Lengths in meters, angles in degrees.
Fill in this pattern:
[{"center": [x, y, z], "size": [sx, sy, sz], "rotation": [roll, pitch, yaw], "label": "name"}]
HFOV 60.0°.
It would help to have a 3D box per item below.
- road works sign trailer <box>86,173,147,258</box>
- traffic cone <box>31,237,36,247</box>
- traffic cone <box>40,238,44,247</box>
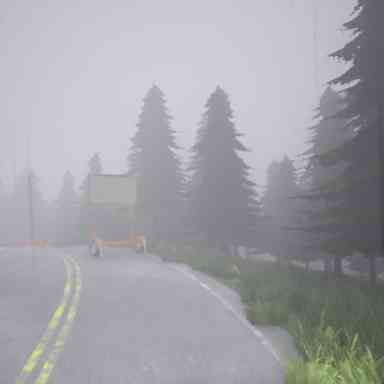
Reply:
[{"center": [-3.665, 0.996, 15.170], "size": [2.380, 3.560, 2.880], "rotation": [3, -5, -37], "label": "road works sign trailer"}, {"center": [-10.151, 3.212, 21.421], "size": [0.340, 0.580, 0.340], "rotation": [2, -8, -37], "label": "traffic cone"}, {"center": [-8.951, 3.001, 19.831], "size": [0.340, 0.580, 0.340], "rotation": [3, -7, -37], "label": "traffic cone"}]
